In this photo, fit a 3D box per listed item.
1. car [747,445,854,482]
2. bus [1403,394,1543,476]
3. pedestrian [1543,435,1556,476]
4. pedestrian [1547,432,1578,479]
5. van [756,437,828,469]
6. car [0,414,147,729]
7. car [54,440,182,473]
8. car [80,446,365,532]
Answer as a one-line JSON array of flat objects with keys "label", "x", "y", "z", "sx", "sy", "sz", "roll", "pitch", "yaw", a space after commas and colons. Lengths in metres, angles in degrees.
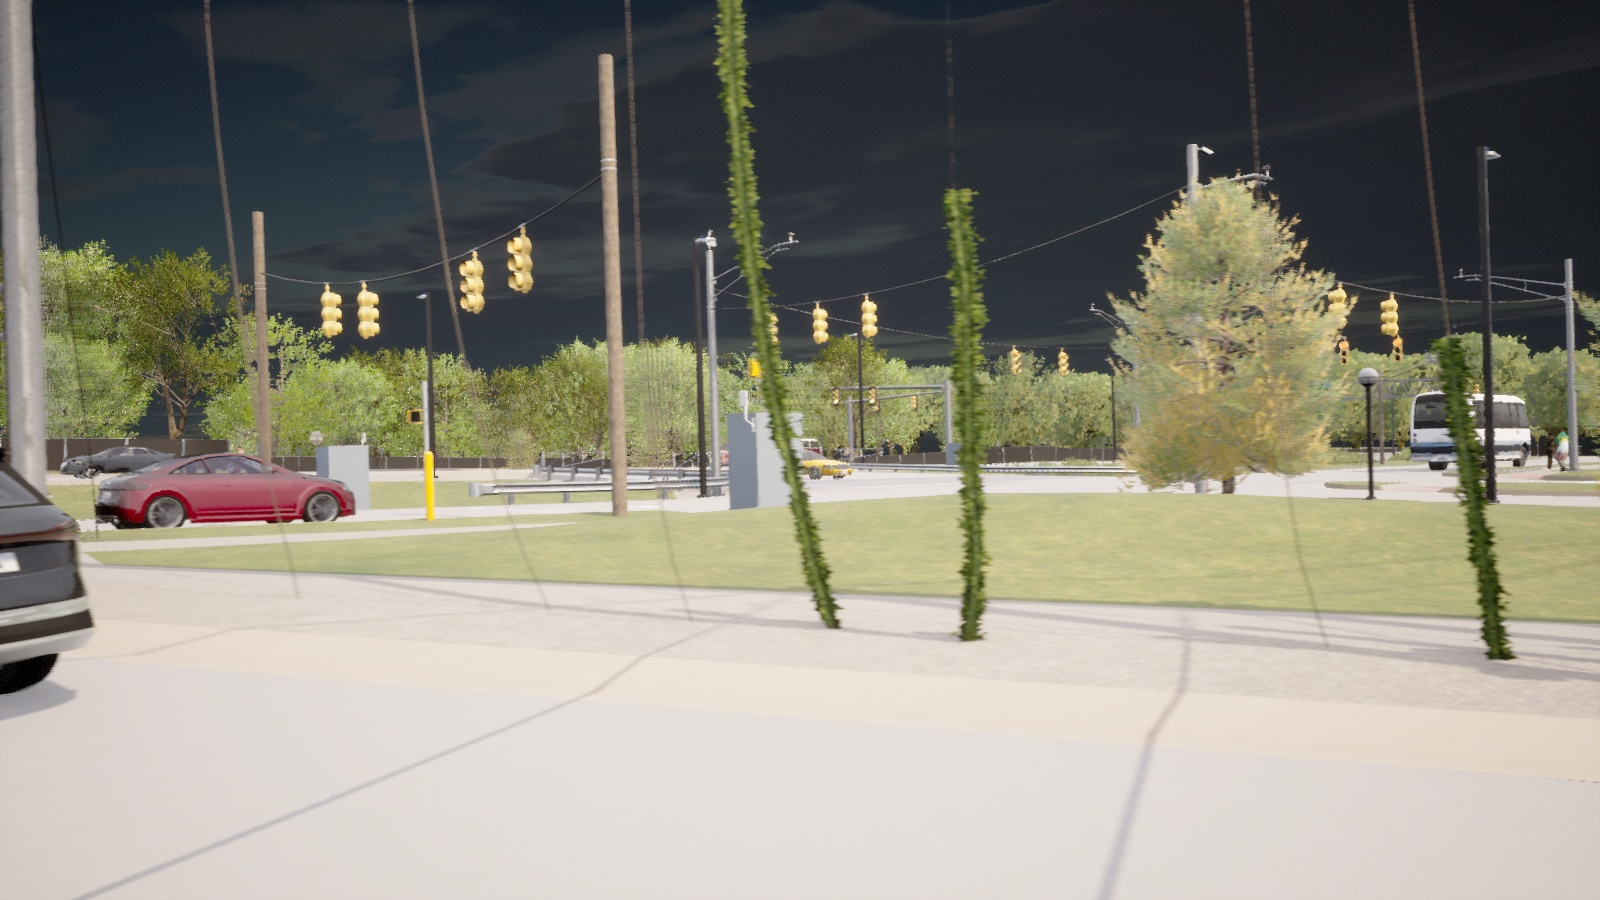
[{"label": "car", "x": -0.031, "y": 0.607, "z": 59.376, "sx": 5.366, "sy": 1.575, "sz": 1.801, "roll": 1, "pitch": 1, "yaw": 45}, {"label": "bus", "x": 37.757, "y": -0.752, "z": 70.196, "sx": 10.273, "sy": 4.253, "sz": 3.944, "roll": 0, "pitch": -1, "yaw": -44}, {"label": "pedestrian", "x": 35.209, "y": 0.259, "z": 58.991, "sx": 0.395, "sy": 1.930, "sz": 0.692, "roll": -1, "pitch": 0, "yaw": 42}, {"label": "pedestrian", "x": 32.113, "y": 0.210, "z": 52.926, "sx": 0.659, "sy": 1.952, "sz": 0.873, "roll": -1, "pitch": 0, "yaw": -14}, {"label": "van", "x": -0.481, "y": 0.178, "z": 81.057, "sx": 2.069, "sy": 2.038, "sz": 4.480, "roll": -1, "pitch": 0, "yaw": 45}, {"label": "car", "x": -6.492, "y": 0.602, "z": 7.305, "sx": 4.856, "sy": 1.649, "sz": 2.033, "roll": 1, "pitch": 1, "yaw": 20}, {"label": "car", "x": -32.275, "y": 0.311, "z": 59.503, "sx": 4.902, "sy": 1.511, "sz": 2.128, "roll": 0, "pitch": -1, "yaw": -45}, {"label": "car", "x": -10.225, "y": 0.657, "z": 22.436, "sx": 1.994, "sy": 1.385, "sz": 4.181, "roll": -1, "pitch": -1, "yaw": 45}]
